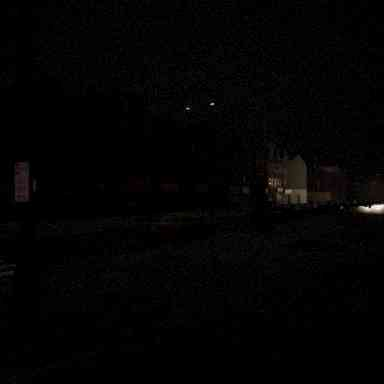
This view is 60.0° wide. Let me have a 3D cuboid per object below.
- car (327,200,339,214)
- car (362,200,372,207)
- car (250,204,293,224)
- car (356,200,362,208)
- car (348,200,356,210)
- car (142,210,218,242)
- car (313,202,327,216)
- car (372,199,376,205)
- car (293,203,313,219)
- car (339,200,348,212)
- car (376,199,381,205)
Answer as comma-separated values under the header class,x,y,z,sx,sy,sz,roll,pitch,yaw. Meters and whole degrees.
class,x,y,z,sx,sy,sz,roll,pitch,yaw
car,15.737,1.832,39.716,1.887,1.381,4.507,-1,-1,35
car,31.989,2.144,62.675,2.008,1.369,4.403,-1,-1,35
car,5.987,1.713,25.941,1.947,1.339,4.313,-1,-1,35
car,25.488,2.011,53.491,2.008,1.369,4.403,-1,-1,35
car,22.238,1.950,48.900,2.008,1.369,4.403,-1,-1,35
car,-0.415,1.597,16.896,1.752,1.417,4.829,-1,-1,35
car,12.488,1.819,35.124,1.802,1.307,4.206,-1,-1,35
car,35.238,2.209,67.266,1.887,1.381,4.507,-1,-2,35
car,9.237,1.741,30.533,2.008,1.369,4.403,-1,-1,35
car,18.987,1.782,44.310,1.967,1.590,4.097,-1,-1,35
car,44.988,2.458,81.039,2.008,1.369,4.403,-2,-2,35
